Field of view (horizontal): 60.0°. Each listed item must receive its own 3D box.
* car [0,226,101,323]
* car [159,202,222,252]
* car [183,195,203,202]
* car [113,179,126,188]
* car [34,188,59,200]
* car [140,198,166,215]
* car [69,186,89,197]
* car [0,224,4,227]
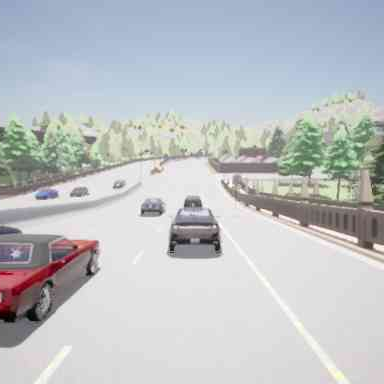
[{"bbox_3d":[-3.401,1.519,6.993,1.895,1.301,4.718,0,1,0],"label":"car"},{"bbox_3d":[0.098,1.339,13.122,2.128,1.511,4.902,0,0,0],"label":"car"},{"bbox_3d":[0.095,1.022,35.156,1.882,1.535,5.008,0,1,0],"label":"car"},{"bbox_3d":[-14.089,-1.729,64.923,2.128,1.511,4.902,0,8,-1],"label":"car"},{"bbox_3d":[-21.051,0.235,48.382,1.882,1.535,5.008,0,5,0],"label":"car"},{"bbox_3d":[-3.404,1.205,29.705,2.033,1.411,5.357,0,1,0],"label":"car"},{"bbox_3d":[-17.549,-0.042,51.862,1.837,1.490,4.892,0,8,0],"label":"car"},{"bbox_3d":[-6.901,1.446,10.101,1.994,1.385,4.181,0,1,0],"label":"car"}]
